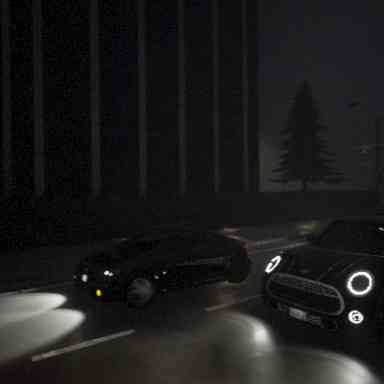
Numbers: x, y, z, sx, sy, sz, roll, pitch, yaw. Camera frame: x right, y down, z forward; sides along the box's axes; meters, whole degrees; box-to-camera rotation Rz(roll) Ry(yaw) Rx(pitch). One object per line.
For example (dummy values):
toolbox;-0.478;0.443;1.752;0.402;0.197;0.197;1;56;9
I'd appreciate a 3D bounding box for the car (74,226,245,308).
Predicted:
car;-0.556;1.533;7.908;4.181;1.385;1.994;-1;0;-36

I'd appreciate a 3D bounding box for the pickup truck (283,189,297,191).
pickup truck;21.561;0.416;73.074;2.390;2.098;6.274;-1;0;-6

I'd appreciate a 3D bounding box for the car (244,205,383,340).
car;3.464;1.278;6.490;4.553;1.767;2.097;-1;0;-36

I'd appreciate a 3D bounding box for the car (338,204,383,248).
car;8.578;1.326;14.471;4.892;1.490;1.837;-1;0;-36
